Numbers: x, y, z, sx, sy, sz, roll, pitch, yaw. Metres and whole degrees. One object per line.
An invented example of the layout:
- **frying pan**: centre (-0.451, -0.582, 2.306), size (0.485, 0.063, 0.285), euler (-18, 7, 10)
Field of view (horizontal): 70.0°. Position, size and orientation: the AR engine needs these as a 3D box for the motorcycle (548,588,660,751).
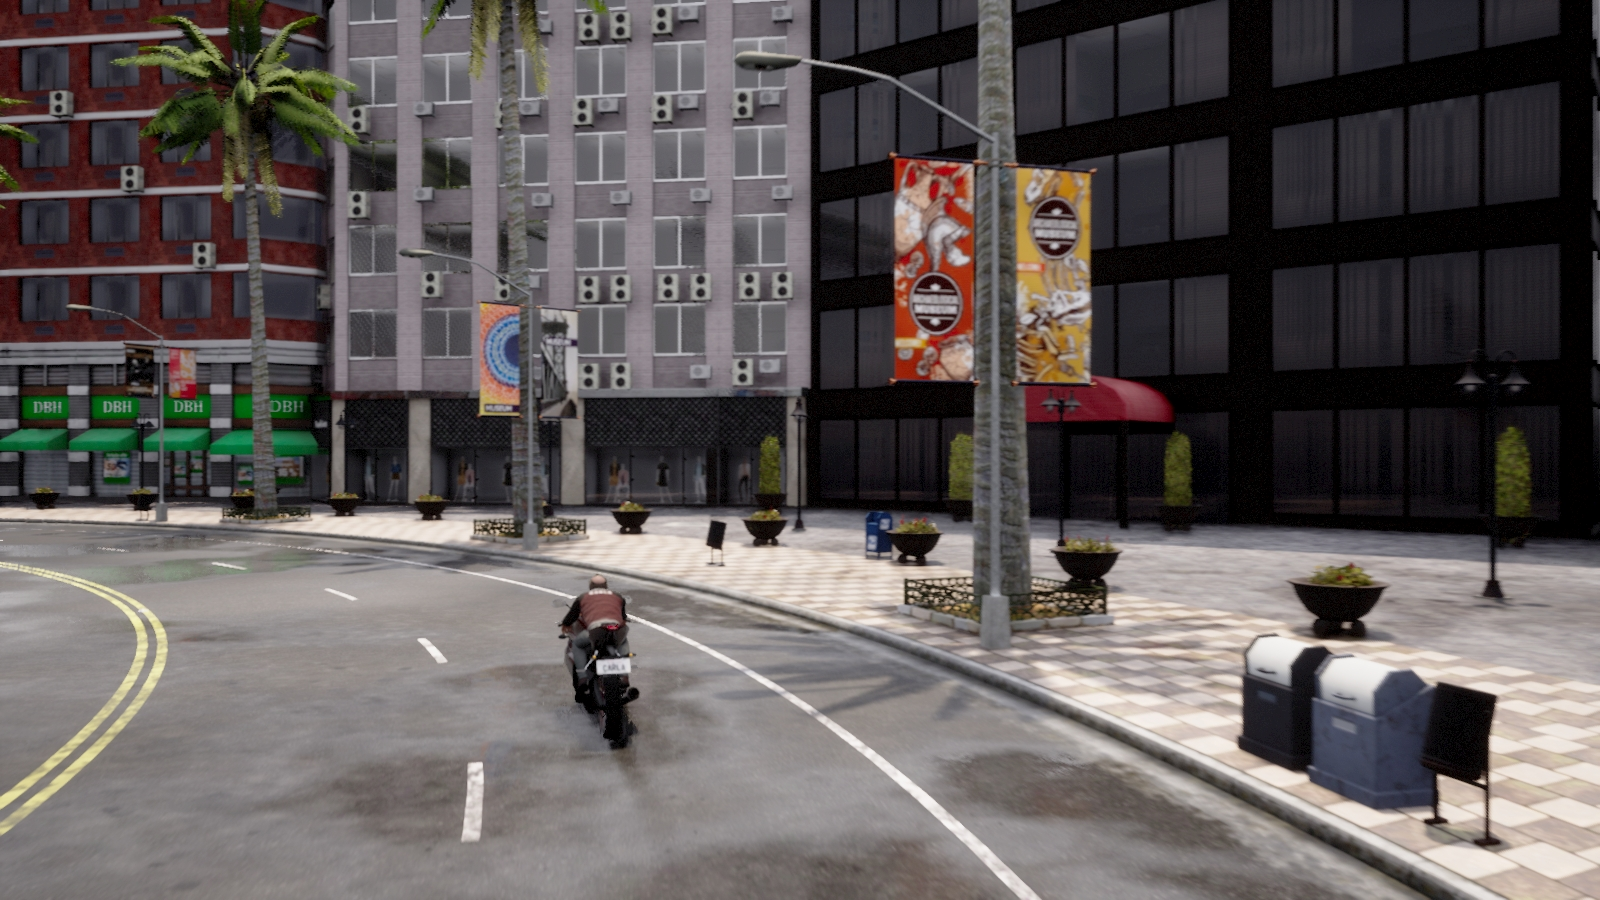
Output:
- **motorcycle**: centre (-2.094, 2.207, 11.933), size (0.867, 1.251, 2.209), euler (0, 0, -17)
